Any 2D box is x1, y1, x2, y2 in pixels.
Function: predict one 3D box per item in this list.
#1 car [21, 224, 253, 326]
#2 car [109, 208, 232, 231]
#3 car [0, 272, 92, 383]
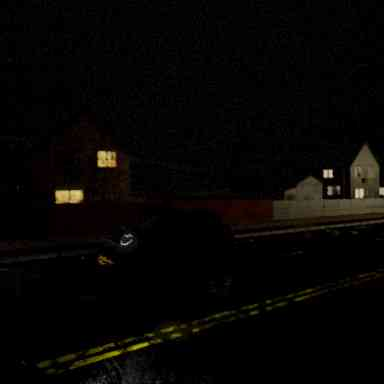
[{"bbox_3d":[-1.020,1.600,6.935,4.718,1.301,1.895,0,0,-35],"label":"car"},{"bbox_3d":[-0.758,1.351,11.098,4.553,1.767,2.097,0,0,-35],"label":"car"},{"bbox_3d":[-2.756,1.563,1.487,4.181,1.385,1.994,0,0,-35],"label":"car"}]
